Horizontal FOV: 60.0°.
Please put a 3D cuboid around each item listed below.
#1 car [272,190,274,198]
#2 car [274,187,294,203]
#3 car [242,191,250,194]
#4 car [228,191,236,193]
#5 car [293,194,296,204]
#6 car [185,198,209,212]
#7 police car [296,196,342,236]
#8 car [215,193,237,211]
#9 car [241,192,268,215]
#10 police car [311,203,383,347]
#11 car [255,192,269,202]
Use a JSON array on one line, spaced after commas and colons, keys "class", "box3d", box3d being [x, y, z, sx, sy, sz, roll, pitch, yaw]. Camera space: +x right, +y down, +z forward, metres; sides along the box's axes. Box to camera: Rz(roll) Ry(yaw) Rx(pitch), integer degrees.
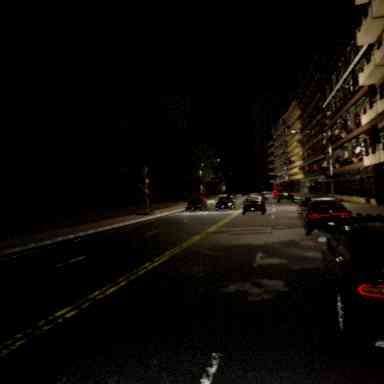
[{"class": "car", "box3d": [16.233, 0.154, 61.692, 2.150, 2.045, 5.566, -3, 0, 11]}, {"class": "car", "box3d": [12.824, 0.373, 45.752, 2.150, 2.045, 5.566, -3, 1, 13]}, {"class": "car", "box3d": [12.507, 0.426, 76.862, 1.994, 1.385, 4.181, -3, 0, 11]}, {"class": "car", "box3d": [9.309, 0.531, 77.439, 1.882, 1.535, 5.008, -3, 0, 11]}, {"class": "car", "box3d": [7.790, 1.000, 21.524, 1.837, 1.490, 4.892, -3, 0, 15]}, {"class": "car", "box3d": [0.608, 1.385, 37.072, 1.812, 1.442, 4.674, -3, 0, 14]}, {"class": "police car", "box3d": [6.227, 1.025, 15.789, 1.930, 1.638, 5.238, -3, 0, 15]}, {"class": "car", "box3d": [3.673, 1.194, 35.957, 1.837, 1.490, 4.892, -3, 0, 14]}, {"class": "car", "box3d": [5.460, 1.099, 28.972, 2.128, 1.511, 4.902, -3, 0, 14]}, {"class": "police car", "box3d": [3.467, 1.210, 6.088, 1.930, 1.638, 5.238, -3, 0, 16]}, {"class": "car", "box3d": [11.225, 0.768, 53.233, 2.033, 1.411, 5.357, -3, 0, 12]}]
